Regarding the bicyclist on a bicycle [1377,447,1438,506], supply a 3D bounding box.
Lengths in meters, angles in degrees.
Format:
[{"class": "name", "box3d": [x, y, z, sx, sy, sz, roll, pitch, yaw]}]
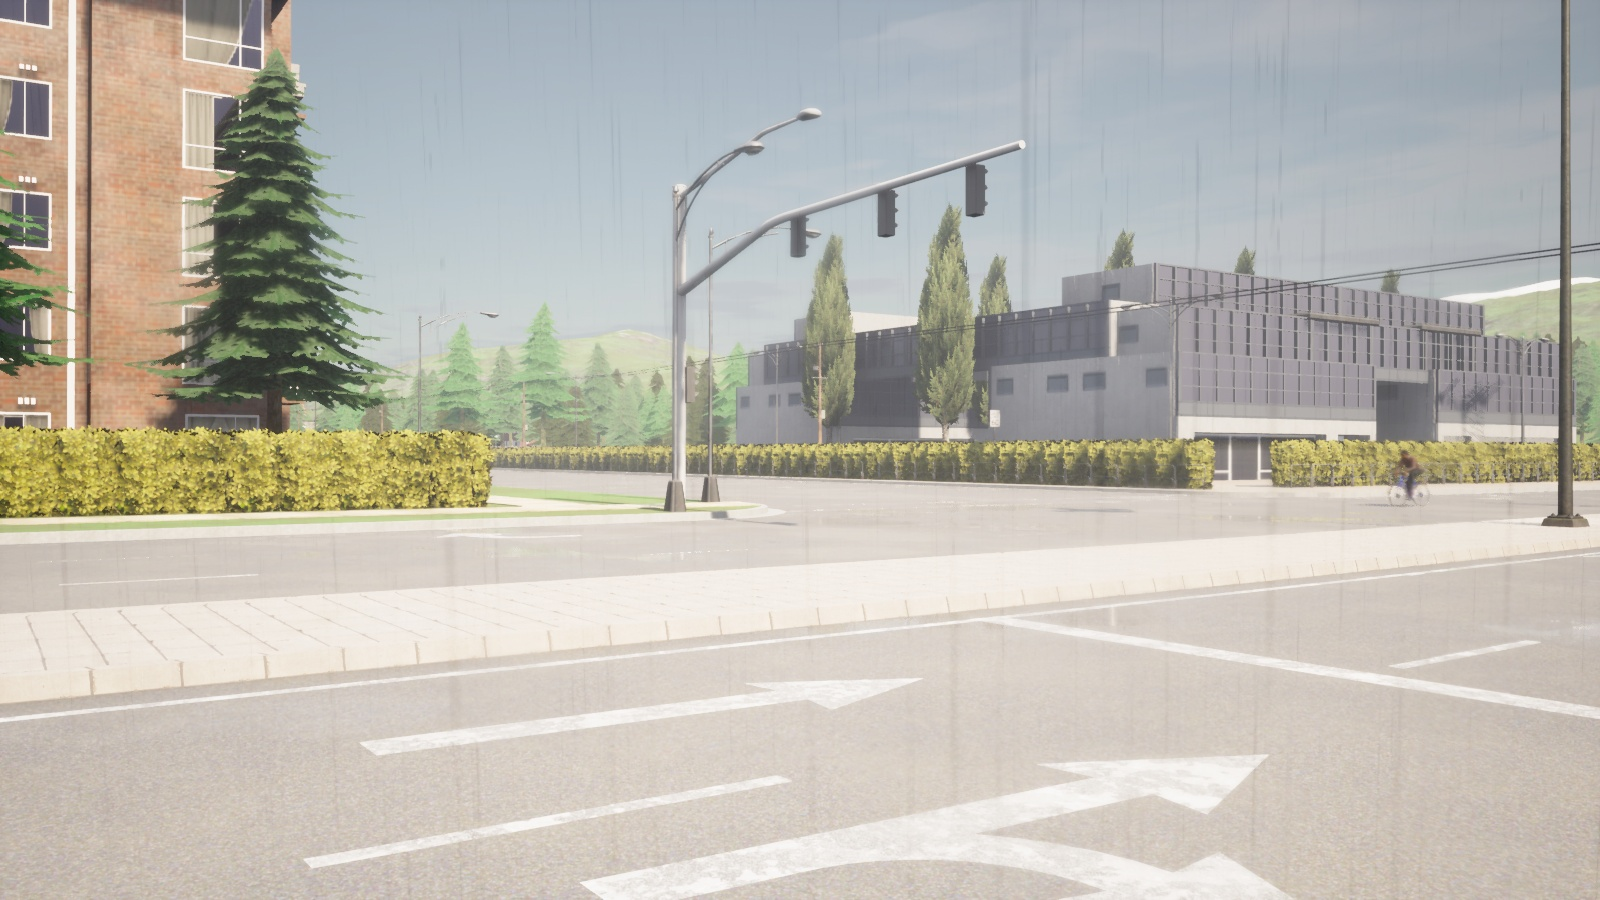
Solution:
[{"class": "bicyclist on a bicycle", "box3d": [17.100, 0.748, 35.343, 1.656, 1.620, 0.582, 0, -1, -25]}]
